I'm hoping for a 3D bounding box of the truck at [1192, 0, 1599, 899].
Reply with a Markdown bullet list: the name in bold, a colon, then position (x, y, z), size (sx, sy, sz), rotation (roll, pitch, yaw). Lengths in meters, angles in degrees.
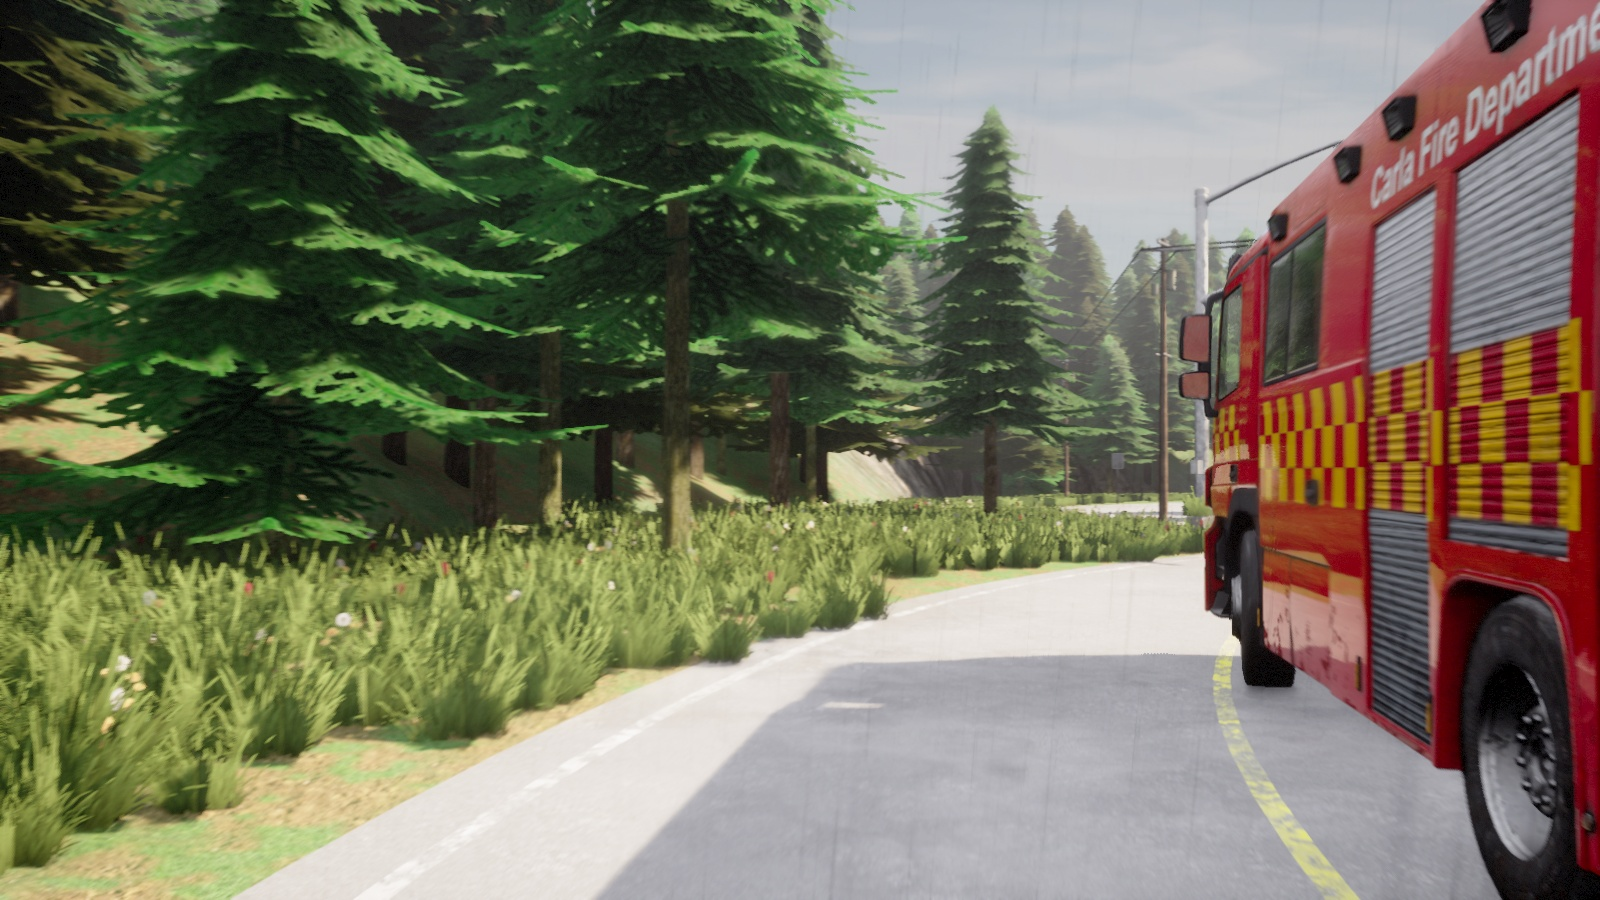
- **truck**: position (4.275, -0.247, 6.891), size (2.891, 3.827, 8.468), rotation (0, -1, 10)
